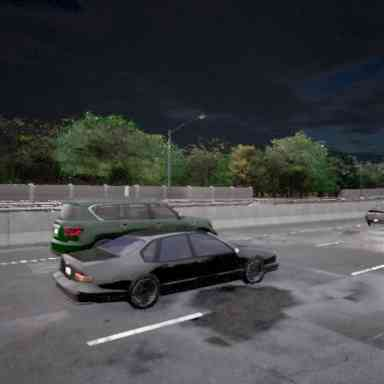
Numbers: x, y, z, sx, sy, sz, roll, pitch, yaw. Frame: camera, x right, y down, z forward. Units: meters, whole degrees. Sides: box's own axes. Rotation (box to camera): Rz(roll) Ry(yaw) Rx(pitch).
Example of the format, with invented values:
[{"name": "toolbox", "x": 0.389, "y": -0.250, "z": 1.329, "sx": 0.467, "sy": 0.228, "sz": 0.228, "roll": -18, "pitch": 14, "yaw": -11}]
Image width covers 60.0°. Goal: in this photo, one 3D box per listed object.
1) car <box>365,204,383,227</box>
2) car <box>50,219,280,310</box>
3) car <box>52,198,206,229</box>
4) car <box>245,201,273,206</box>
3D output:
[{"name": "car", "x": 13.270, "y": 1.545, "z": 21.807, "sx": 4.902, "sy": 1.511, "sz": 2.128, "roll": 0, "pitch": 0, "yaw": -35}, {"name": "car", "x": -0.325, "y": 1.557, "z": 7.820, "sx": 5.357, "sy": 1.411, "sz": 2.033, "roll": 0, "pitch": 0, "yaw": -36}, {"name": "car", "x": -1.719, "y": 1.232, "z": 11.118, "sx": 5.566, "sy": 2.045, "sz": 2.150, "roll": 0, "pitch": 0, "yaw": -35}, {"name": "car", "x": 5.770, "y": 1.576, "z": 29.553, "sx": 4.674, "sy": 1.442, "sz": 1.812, "roll": 0, "pitch": 0, "yaw": -35}]
